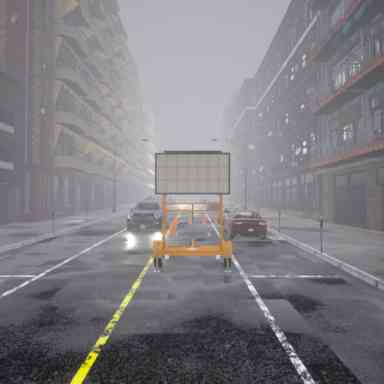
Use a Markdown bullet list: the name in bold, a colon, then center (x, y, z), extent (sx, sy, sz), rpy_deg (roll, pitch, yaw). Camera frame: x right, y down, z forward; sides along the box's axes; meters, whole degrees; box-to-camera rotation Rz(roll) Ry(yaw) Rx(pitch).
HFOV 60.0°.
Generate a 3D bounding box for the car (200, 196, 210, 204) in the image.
- **car**: center (2.816, 1.625, 72.369), extent (1.967, 1.590, 4.097), rpy_deg (1, 0, 0)

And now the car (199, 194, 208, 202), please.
- **car**: center (2.811, 1.550, 83.431), extent (2.192, 1.841, 5.009), rpy_deg (1, 0, 0)

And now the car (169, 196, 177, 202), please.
- **car**: center (-5.024, 1.830, 89.045), extent (1.947, 1.339, 4.313), rpy_deg (1, 0, 0)

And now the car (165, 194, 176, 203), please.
- **car**: center (-5.051, 1.525, 77.984), extent (2.192, 1.841, 5.009), rpy_deg (1, 0, 0)

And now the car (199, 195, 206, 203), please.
- **car**: center (2.772, 1.683, 61.307), extent (1.887, 1.381, 4.507), rpy_deg (1, 0, 0)

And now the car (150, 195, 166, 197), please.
- **car**: center (-5.153, 1.398, 44.803), extent (2.192, 1.841, 5.009), rpy_deg (2, 0, 0)

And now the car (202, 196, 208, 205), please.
- **car**: center (2.720, 1.634, 44.715), extent (2.008, 1.369, 4.403), rpy_deg (1, 0, 0)

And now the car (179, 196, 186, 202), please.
- **car**: center (-2.482, 1.803, 87.389), extent (2.033, 1.411, 5.357), rpy_deg (0, 0, 0)

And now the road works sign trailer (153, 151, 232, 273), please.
- **road works sign trailer**: center (0.021, 0.474, 10.750), extent (2.380, 3.560, 2.880), rpy_deg (0, 0, 0)

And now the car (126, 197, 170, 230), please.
- **car**: center (-2.786, 1.378, 21.132), extent (2.097, 1.767, 4.553), rpy_deg (0, 0, 0)

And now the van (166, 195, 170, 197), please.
- **van**: center (-5.120, 1.459, 55.861), extent (1.690, 1.788, 3.998), rpy_deg (2, 0, 0)

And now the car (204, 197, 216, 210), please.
- **car**: center (2.703, 1.613, 39.183), extent (1.887, 1.381, 4.507), rpy_deg (1, 0, 0)

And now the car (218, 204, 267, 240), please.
- **car**: center (2.635, 1.564, 17.061), extent (1.887, 1.381, 4.507), rpy_deg (1, 0, 0)

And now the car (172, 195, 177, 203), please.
- **car**: center (-5.069, 1.500, 72.454), extent (2.192, 1.841, 5.009), rpy_deg (1, 0, 0)

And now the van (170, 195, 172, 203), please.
- **van**: center (-5.104, 1.480, 61.393), extent (1.690, 1.788, 3.998), rpy_deg (1, 0, 0)

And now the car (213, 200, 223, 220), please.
- **car**: center (2.653, 1.554, 22.763), extent (1.752, 1.417, 4.829), rpy_deg (1, 0, 0)
